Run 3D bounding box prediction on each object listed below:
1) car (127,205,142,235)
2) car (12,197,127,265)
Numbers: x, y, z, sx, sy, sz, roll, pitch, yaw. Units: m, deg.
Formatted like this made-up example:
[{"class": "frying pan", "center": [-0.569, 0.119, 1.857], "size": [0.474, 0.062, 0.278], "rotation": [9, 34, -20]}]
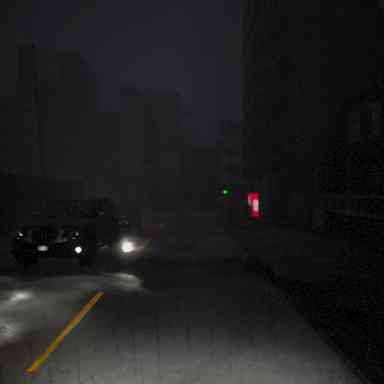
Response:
[{"class": "car", "center": [-4.018, 1.459, 18.815], "size": [1.882, 1.535, 5.008], "rotation": [0, 0, 0]}, {"class": "car", "center": [-4.100, 1.213, 11.942], "size": [2.150, 2.045, 5.566], "rotation": [0, 0, 0]}]
